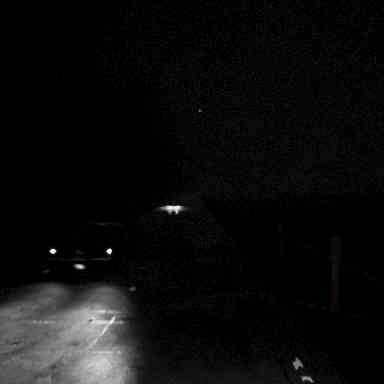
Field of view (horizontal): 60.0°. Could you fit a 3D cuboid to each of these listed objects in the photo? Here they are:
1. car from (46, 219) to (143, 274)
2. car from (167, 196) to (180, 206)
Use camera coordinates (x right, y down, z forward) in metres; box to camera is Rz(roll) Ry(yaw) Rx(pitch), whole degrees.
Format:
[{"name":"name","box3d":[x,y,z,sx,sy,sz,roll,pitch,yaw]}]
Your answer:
[{"name":"car","box3d":[-2.847,1.598,10.680,1.895,1.301,4.718,0,0,0]},{"name":"car","box3d":[-2.806,1.363,52.186,2.128,1.511,4.902,0,0,0]}]
